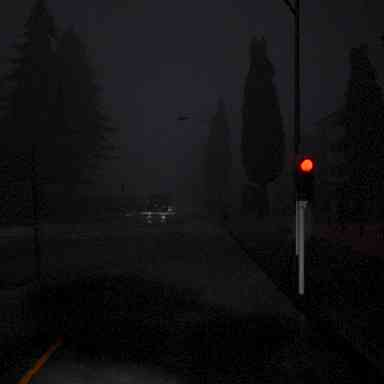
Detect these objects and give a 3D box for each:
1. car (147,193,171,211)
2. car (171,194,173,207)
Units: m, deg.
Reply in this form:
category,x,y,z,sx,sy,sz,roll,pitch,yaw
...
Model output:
category,x,y,z,sx,sy,sz,roll,pitch,yaw
car,-4.166,1.221,40.843,2.150,2.045,5.566,0,0,0
car,-4.165,1.224,53.045,2.150,2.045,5.566,0,0,0
